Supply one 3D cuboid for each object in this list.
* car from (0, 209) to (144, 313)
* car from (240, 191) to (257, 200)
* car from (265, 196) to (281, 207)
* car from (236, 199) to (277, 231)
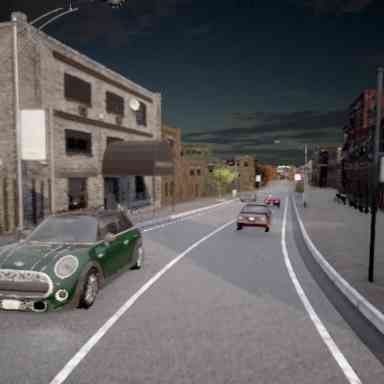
[{"bbox_3d":[-2.683,1.269,7.781,2.097,1.767,4.553,1,1,9],"label":"car"},{"bbox_3d":[8.484,0.630,49.362,2.097,1.767,4.553,2,2,16],"label":"car"},{"bbox_3d":[10.252,1.127,42.267,1.895,1.301,4.718,2,2,16],"label":"car"},{"bbox_3d":[3.852,1.442,20.093,2.033,1.411,5.357,2,1,16],"label":"car"}]
